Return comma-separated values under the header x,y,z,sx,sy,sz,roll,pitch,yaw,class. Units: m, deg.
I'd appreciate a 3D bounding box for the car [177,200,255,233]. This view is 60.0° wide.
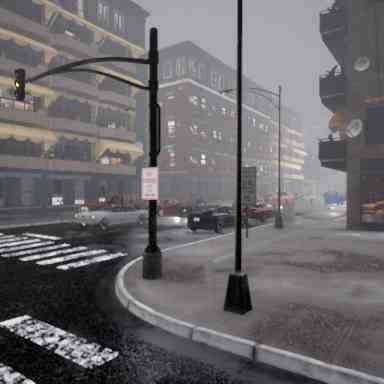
x,y,z,sx,sy,sz,roll,pitch,yaw,class
1.426,1.346,17.947,1.947,1.339,4.313,2,2,35,car

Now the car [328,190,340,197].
x,y,z,sx,sy,sz,roll,pitch,yaw,class
33.049,0.332,77.477,1.802,1.307,4.206,2,2,35,car

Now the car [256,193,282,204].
x,y,z,sx,sy,sz,roll,pitch,yaw,class
10.618,0.876,45.582,1.947,1.339,4.313,2,2,35,car

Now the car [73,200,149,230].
x,y,z,sx,sy,sz,roll,pitch,yaw,class
-4.532,1.365,19.551,1.895,1.301,4.718,1,1,35,car

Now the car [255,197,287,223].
x,y,z,sx,sy,sz,roll,pitch,yaw,class
4.631,1.281,22.504,1.802,1.307,4.206,2,2,35,car

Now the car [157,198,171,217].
x,y,z,sx,sy,sz,roll,pitch,yaw,class
-2.201,1.177,27.356,1.887,1.381,4.507,2,2,35,car

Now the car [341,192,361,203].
x,y,z,sx,sy,sz,roll,pitch,yaw,class
23.859,0.762,49.842,1.887,1.381,4.507,2,2,35,car

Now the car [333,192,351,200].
x,y,z,sx,sy,sz,roll,pitch,yaw,class
25.897,0.693,57.261,1.895,1.301,4.718,1,1,35,car

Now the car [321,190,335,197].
x,y,z,sx,sy,sz,roll,pitch,yaw,class
29.845,0.375,72.921,1.887,1.381,4.507,2,2,35,car

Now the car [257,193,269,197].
x,y,z,sx,sy,sz,roll,pitch,yaw,class
5.812,1.009,34.254,1.837,1.490,4.892,1,1,35,car

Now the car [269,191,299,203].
x,y,z,sx,sy,sz,roll,pitch,yaw,class
11.517,0.714,42.315,2.097,1.767,4.553,1,1,35,car

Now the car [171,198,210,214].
x,y,z,sx,sy,sz,roll,pitch,yaw,class
0.562,1.200,26.817,1.994,1.385,4.181,1,1,34,car

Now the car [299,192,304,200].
x,y,z,sx,sy,sz,roll,pitch,yaw,class
17.026,0.716,54.695,1.947,1.339,4.313,2,2,35,car

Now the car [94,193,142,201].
x,y,z,sx,sy,sz,roll,pitch,yaw,class
-5.403,1.028,22.794,2.192,1.841,5.009,2,2,35,car

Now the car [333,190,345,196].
x,y,z,sx,sy,sz,roll,pitch,yaw,class
36.254,0.252,82.034,1.802,1.307,4.206,2,2,35,car

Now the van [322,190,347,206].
x,y,z,sx,sy,sz,roll,pitch,yaw,class
17.452,0.719,40.725,1.690,1.788,3.998,2,2,35,van
